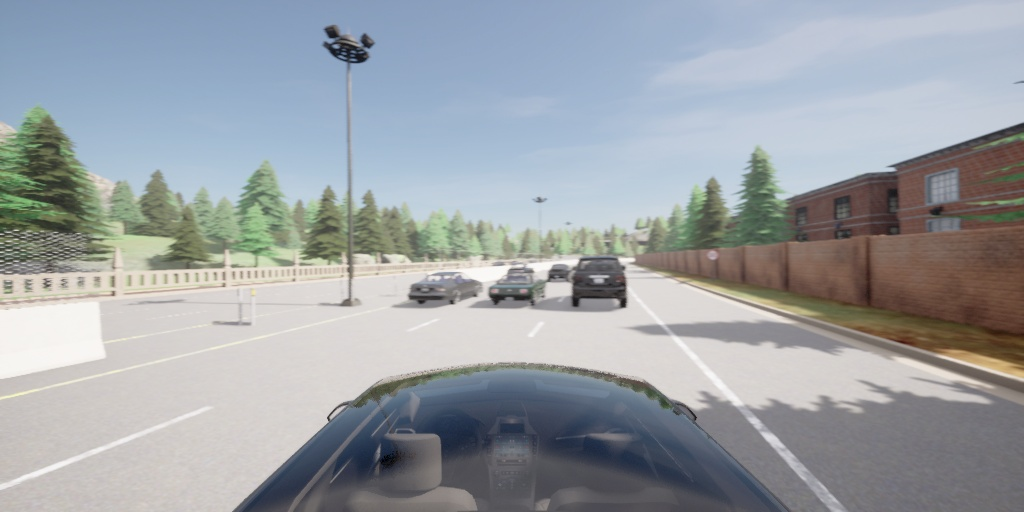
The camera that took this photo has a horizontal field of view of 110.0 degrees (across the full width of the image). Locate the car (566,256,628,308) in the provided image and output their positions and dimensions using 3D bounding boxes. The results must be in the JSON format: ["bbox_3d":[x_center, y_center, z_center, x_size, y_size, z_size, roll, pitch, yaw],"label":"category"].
[{"bbox_3d":[3.801,1.011,15.689,2.150,2.045,5.566,-1,0,14],"label":"car"}]

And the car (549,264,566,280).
[{"bbox_3d":[4.230,1.406,31.065,1.837,1.490,4.892,-1,0,15],"label":"car"}]

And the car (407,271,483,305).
[{"bbox_3d":[-3.002,1.452,17.312,2.033,1.411,5.357,-1,0,14],"label":"car"}]

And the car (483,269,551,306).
[{"bbox_3d":[0.429,1.451,16.601,1.895,1.301,4.718,-1,0,14],"label":"car"}]

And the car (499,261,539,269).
[{"bbox_3d":[0.851,1.446,31.976,2.128,1.511,4.902,-1,0,15],"label":"car"}]
